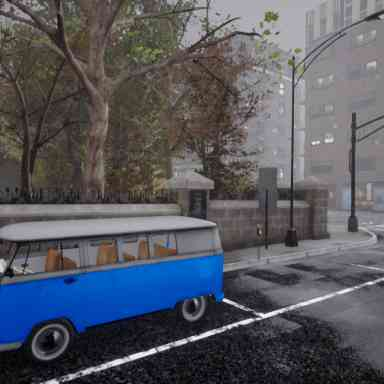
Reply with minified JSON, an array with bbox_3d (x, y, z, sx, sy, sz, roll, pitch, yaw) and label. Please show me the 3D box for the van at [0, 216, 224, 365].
[{"bbox_3d":[-1.327,1.342,5.544,3.998,1.788,1.690,0,1,-35],"label":"van"}]
